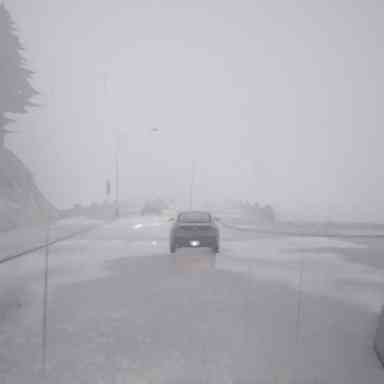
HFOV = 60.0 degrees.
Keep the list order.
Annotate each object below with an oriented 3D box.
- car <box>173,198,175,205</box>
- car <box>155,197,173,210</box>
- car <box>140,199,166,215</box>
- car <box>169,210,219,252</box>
[{"bbox_3d":[-4.040,1.626,59.144,1.994,1.385,4.181,0,0,1],"label":"car"},{"bbox_3d":[-4.084,1.400,43.618,2.097,1.767,4.553,0,0,0],"label":"car"},{"bbox_3d":[-4.093,1.637,34.070,1.895,1.301,4.718,0,0,0],"label":"car"},{"bbox_3d":[0.098,1.520,13.919,1.837,1.490,4.892,0,0,0],"label":"car"}]
